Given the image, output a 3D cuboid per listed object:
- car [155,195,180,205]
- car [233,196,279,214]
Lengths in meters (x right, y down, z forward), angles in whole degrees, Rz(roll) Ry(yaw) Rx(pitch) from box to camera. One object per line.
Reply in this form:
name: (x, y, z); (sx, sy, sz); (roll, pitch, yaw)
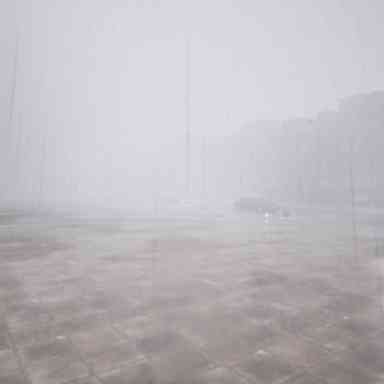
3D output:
car: (-3.365, 1.082, 45.207); (1.994, 1.385, 4.181); (-2, 2, -35)
car: (6.039, 1.208, 31.858); (1.837, 1.490, 4.892); (-2, 2, -35)
